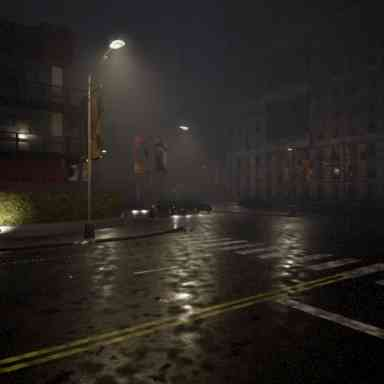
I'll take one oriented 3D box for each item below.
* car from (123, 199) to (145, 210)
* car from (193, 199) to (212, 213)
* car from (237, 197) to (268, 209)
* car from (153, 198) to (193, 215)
[{"bbox_3d":[-7.570,1.564,42.251,1.994,1.385,4.181,0,0,-35],"label":"car"},{"bbox_3d":[0.228,1.478,37.165,1.882,1.535,5.008,0,0,-35],"label":"car"},{"bbox_3d":[8.275,1.477,46.051,1.882,1.535,5.008,0,0,-35],"label":"car"},{"bbox_3d":[-2.295,1.505,34.663,1.837,1.490,4.892,0,0,-35],"label":"car"}]
